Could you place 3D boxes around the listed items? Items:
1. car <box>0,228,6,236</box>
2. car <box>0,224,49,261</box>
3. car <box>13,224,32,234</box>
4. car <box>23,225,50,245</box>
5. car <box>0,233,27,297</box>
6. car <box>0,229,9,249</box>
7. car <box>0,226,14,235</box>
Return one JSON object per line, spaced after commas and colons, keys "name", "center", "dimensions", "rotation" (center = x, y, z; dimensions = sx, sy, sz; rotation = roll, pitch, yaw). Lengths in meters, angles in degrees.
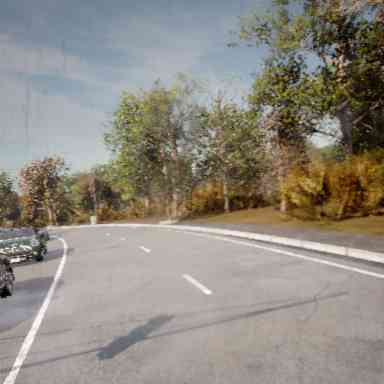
{"name": "car", "center": [-41.883, 8.753, 71.308], "dimensions": [4.674, 1.442, 1.812], "rotation": [-9, -1, 37]}
{"name": "car", "center": [-8.338, 2.453, 16.162], "dimensions": [2.097, 1.767, 4.553], "rotation": [-6, -2, -21]}
{"name": "car", "center": [-36.143, 7.898, 70.955], "dimensions": [4.674, 1.442, 1.812], "rotation": [-9, -1, 40]}
{"name": "car", "center": [-14.320, 3.893, 30.560], "dimensions": [1.994, 1.385, 4.181], "rotation": [-6, -2, -26]}
{"name": "car", "center": [-5.403, 2.091, 7.427], "dimensions": [2.128, 1.511, 4.902], "rotation": [-6, -1, -18]}
{"name": "car", "center": [-17.576, 4.204, 29.290], "dimensions": [2.128, 1.511, 4.902], "rotation": [-6, -2, -26]}
{"name": "car", "center": [-43.780, 9.060, 77.272], "dimensions": [5.008, 1.535, 1.882], "rotation": [-9, -1, 35]}
